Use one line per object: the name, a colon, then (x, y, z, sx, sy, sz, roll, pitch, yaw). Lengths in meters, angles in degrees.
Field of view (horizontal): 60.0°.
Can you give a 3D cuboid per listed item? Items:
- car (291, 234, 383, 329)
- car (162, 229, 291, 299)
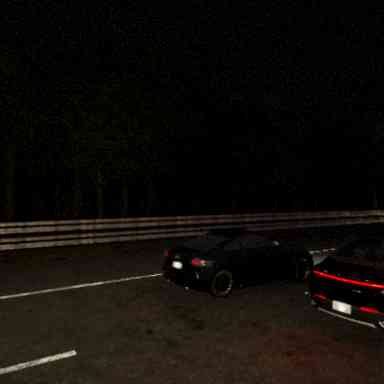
car: (4.380, 1.612, 6.670, 4.892, 1.490, 1.837, 1, -1, -34)
car: (1.308, 1.680, 8.806, 4.181, 1.385, 1.994, 1, -1, -34)
